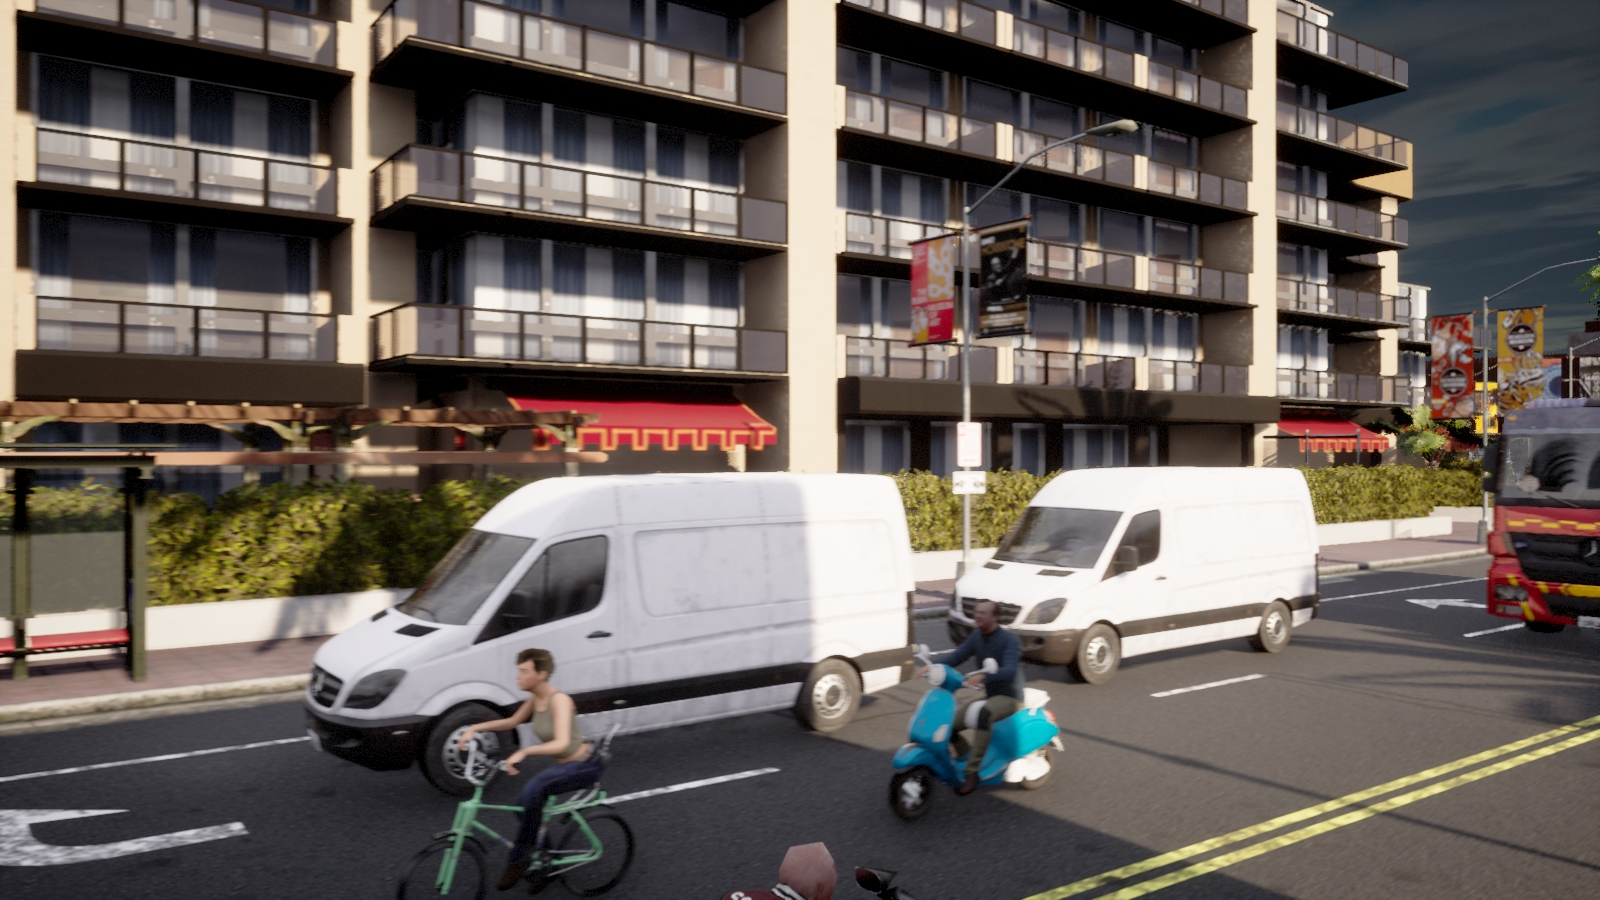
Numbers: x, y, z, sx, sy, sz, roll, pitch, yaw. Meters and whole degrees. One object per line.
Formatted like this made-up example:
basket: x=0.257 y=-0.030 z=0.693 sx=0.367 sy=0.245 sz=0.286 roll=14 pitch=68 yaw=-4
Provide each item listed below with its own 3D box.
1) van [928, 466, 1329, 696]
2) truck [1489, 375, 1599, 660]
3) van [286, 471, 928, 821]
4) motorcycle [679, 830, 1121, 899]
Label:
van: x=4.634 y=1.534 z=15.575 sx=5.915 sy=2.561 sz=1.988 roll=0 pitch=0 yaw=-35
truck: x=14.197 y=0.889 z=17.744 sx=8.468 sy=3.827 sz=2.891 roll=0 pitch=0 yaw=-36
van: x=-1.636 y=1.534 z=11.176 sx=5.915 sy=2.561 sz=1.988 roll=0 pitch=0 yaw=-35
motorcycle: x=-0.019 y=2.205 z=3.765 sx=2.209 sy=1.251 sz=0.867 roll=0 pitch=0 yaw=-35
